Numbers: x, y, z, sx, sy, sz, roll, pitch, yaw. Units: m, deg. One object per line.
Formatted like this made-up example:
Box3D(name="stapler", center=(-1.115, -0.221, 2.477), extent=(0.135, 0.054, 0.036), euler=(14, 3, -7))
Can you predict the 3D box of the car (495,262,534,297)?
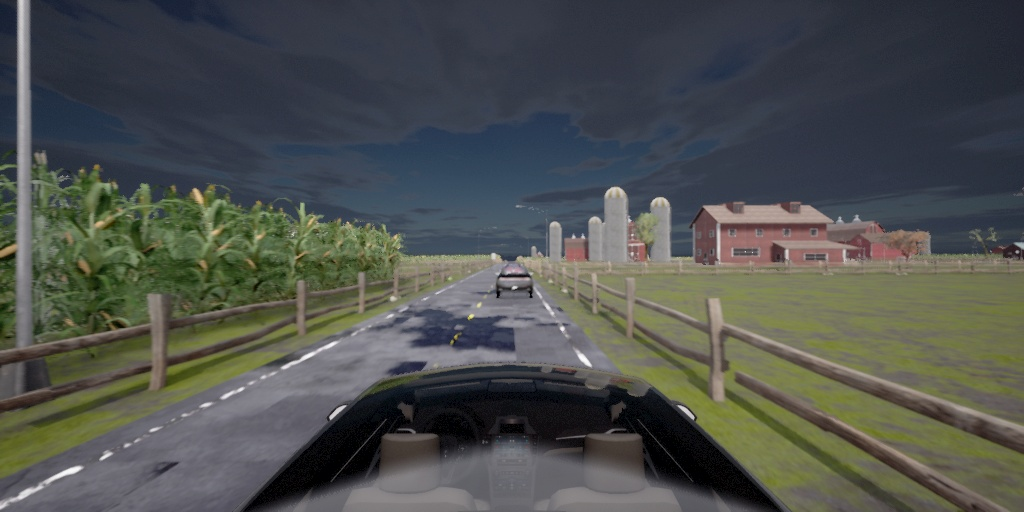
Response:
Box3D(name="car", center=(0.124, 1.262, 18.918), extent=(2.128, 1.511, 4.902), euler=(0, 0, 0))
